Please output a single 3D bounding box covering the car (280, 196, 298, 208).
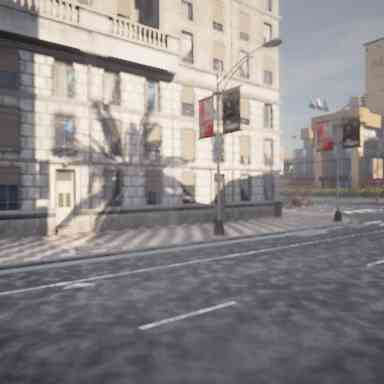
[{"bbox_3d":[9.922,1.161,40.173,1.837,1.490,4.892,-1,0,-36],"label":"car"}]

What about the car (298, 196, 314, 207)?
[{"bbox_3d":[13.109,1.180,41.743,1.994,1.385,4.181,-1,0,-36],"label":"car"}]
